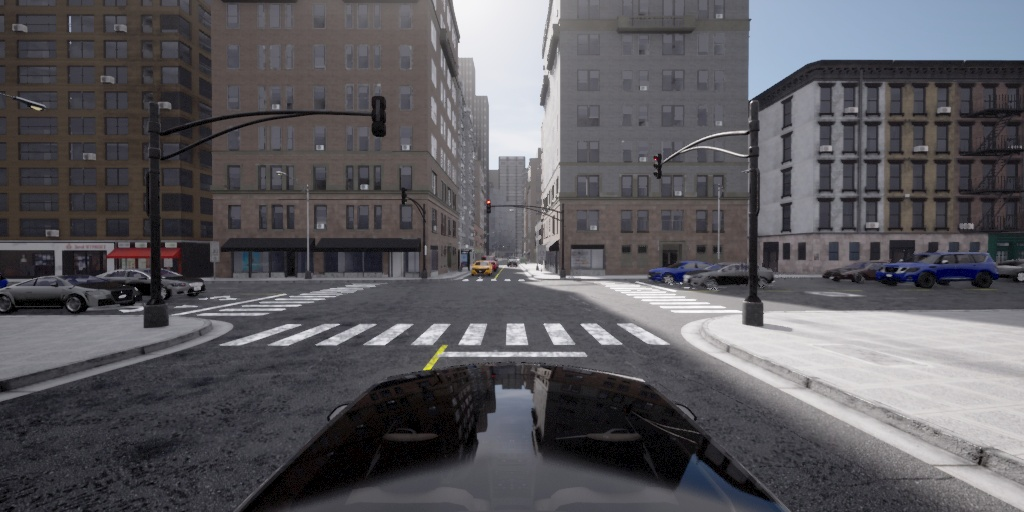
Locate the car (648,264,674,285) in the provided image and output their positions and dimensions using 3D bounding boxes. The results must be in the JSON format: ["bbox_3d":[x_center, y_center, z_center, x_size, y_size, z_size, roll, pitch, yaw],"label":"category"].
[{"bbox_3d":[11.864,1.094,24.380,5.008,1.535,1.882,0,1,0],"label":"car"}]

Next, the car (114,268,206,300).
[{"bbox_3d":[-17.790,1.335,17.538,4.902,1.511,2.128,0,1,1],"label":"car"}]

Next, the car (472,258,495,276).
[{"bbox_3d":[-3.100,1.234,37.548,1.882,1.535,5.008,0,0,0],"label":"car"}]

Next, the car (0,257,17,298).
[{"bbox_3d":[-28.449,1.114,17.471,5.566,2.045,2.150,0,1,-1],"label":"car"}]

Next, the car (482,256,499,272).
[{"bbox_3d":[-3.104,0.984,47.504,2.150,2.045,5.566,0,0,0],"label":"car"}]

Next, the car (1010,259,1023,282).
[{"bbox_3d":[34.973,0.962,24.467,4.892,1.490,1.837,0,1,0],"label":"car"}]

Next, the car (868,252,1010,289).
[{"bbox_3d":[25.006,0.786,21.175,5.566,2.045,2.150,0,1,-1],"label":"car"}]

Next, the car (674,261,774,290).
[{"bbox_3d":[12.632,1.140,21.071,4.902,1.511,2.128,0,1,-2],"label":"car"}]

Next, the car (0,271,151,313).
[{"bbox_3d":[-17.522,1.441,14.279,4.181,1.385,1.994,0,1,0],"label":"car"}]

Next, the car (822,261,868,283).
[{"bbox_3d":[24.424,1.080,24.431,5.357,1.411,2.033,0,1,-1],"label":"car"}]
